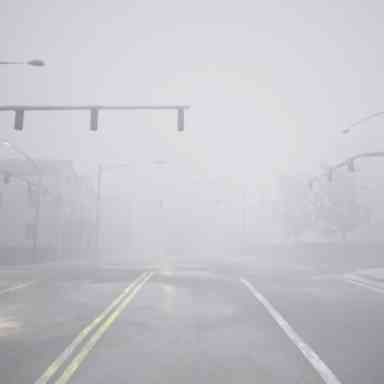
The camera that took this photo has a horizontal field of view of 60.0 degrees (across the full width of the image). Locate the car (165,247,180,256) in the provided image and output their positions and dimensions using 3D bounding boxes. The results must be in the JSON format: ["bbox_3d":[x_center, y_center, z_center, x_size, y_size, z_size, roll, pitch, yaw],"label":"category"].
[{"bbox_3d":[-3.551,10.173,57.093,1.882,1.535,5.008,0,-10,0],"label":"car"}]
